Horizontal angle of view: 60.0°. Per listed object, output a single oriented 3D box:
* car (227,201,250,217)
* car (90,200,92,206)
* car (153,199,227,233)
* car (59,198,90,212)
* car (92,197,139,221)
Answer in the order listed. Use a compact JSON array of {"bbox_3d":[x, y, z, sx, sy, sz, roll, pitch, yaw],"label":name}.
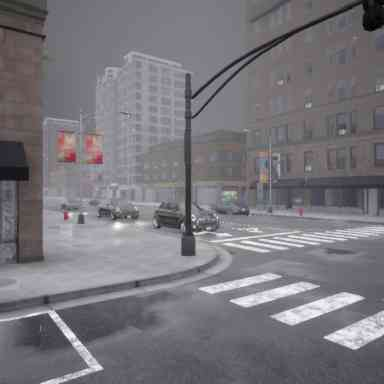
[{"bbox_3d":[3.397,1.520,31.037,1.994,1.385,4.181,0,0,-36],"label":"car"},{"bbox_3d":[-13.804,1.470,49.296,2.033,1.411,5.357,0,0,-36],"label":"car"},{"bbox_3d":[-0.430,1.332,19.338,2.097,1.767,4.553,0,0,-36],"label":"car"},{"bbox_3d":[-13.557,1.446,37.525,1.837,1.490,4.892,0,1,-36],"label":"car"},{"bbox_3d":[-6.111,1.317,27.200,2.097,1.767,4.553,0,0,-36],"label":"car"}]
